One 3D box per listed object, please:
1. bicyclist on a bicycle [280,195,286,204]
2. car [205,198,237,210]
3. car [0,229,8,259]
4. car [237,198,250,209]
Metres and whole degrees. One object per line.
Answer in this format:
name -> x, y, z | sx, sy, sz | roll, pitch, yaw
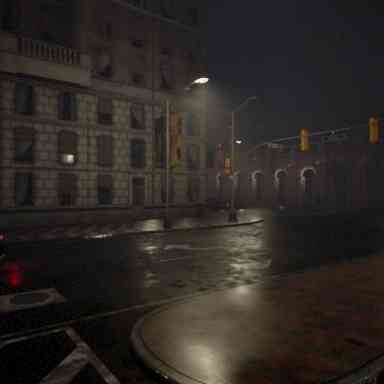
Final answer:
bicyclist on a bicycle -> 15.477, 1.300, 56.462 | 1.656, 1.620, 0.582 | 0, 0, -36
car -> 2.996, 1.492, 43.051 | 2.128, 1.511, 4.902 | 0, 0, -36
car -> -7.495, 1.491, 8.470 | 4.902, 1.511, 2.128 | 0, 0, -36
car -> 5.740, 1.526, 45.232 | 1.812, 1.442, 4.674 | 0, 0, -36
